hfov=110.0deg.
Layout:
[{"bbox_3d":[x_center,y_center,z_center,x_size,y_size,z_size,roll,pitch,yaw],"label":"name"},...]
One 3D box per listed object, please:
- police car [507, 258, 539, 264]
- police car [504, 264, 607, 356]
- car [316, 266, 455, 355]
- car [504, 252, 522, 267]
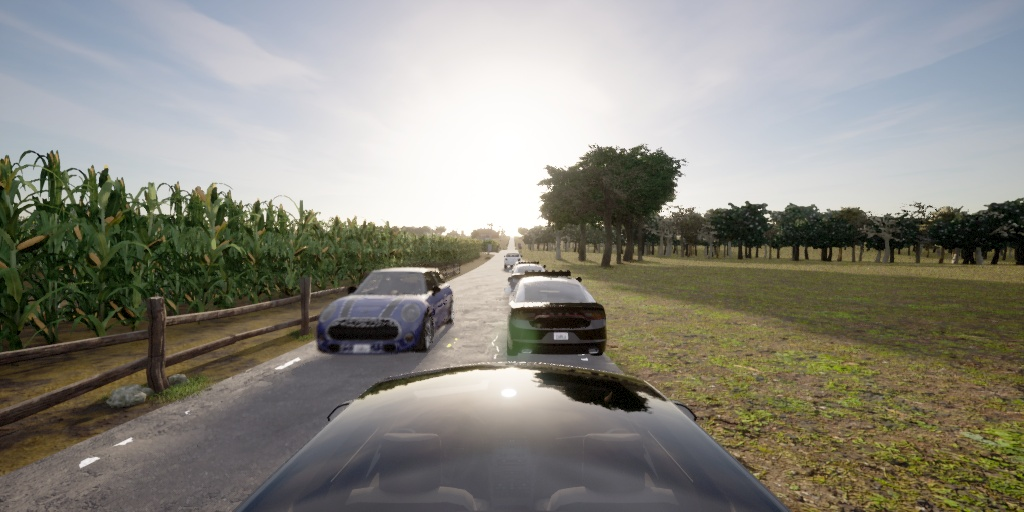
[{"bbox_3d":[0.867,1.090,18.716,1.930,1.638,5.238,0,0,0],"label":"police car"},{"bbox_3d":[0.843,1.154,8.715,1.930,1.638,5.238,0,0,0],"label":"police car"},{"bbox_3d":[-2.731,1.080,8.772,2.097,1.767,4.553,0,0,0],"label":"car"},{"bbox_3d":[0.132,0.528,46.113,2.150,2.045,5.566,0,1,1],"label":"car"}]
